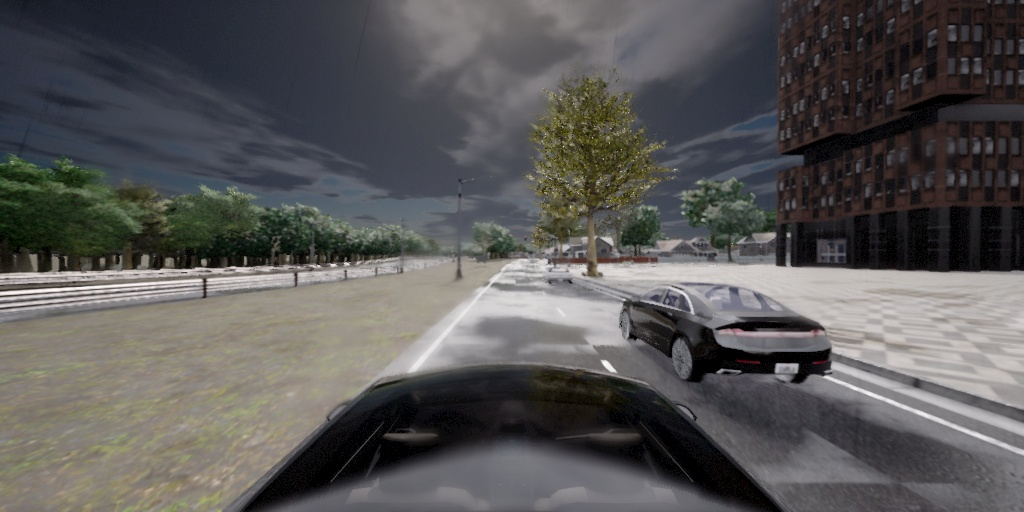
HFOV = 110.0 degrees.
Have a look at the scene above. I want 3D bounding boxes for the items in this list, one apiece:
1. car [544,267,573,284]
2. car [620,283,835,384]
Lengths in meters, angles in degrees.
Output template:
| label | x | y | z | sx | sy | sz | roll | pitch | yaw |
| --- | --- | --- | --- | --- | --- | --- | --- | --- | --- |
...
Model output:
| label | x | y | z | sx | sy | sz | roll | pitch | yaw |
| --- | --- | --- | --- | --- | --- | --- | --- | --- | --- |
| car | 3.715 | 1.552 | 29.358 | 1.895 | 1.301 | 4.718 | 0 | -1 | 0 |
| car | 3.615 | 1.269 | 7.127 | 2.128 | 1.511 | 4.902 | 0 | 0 | 0 |
